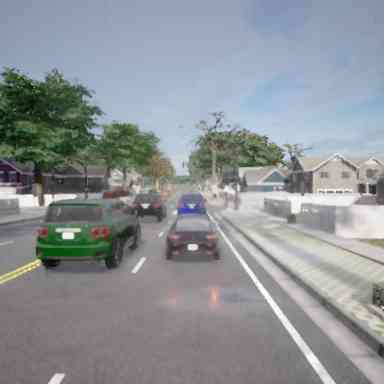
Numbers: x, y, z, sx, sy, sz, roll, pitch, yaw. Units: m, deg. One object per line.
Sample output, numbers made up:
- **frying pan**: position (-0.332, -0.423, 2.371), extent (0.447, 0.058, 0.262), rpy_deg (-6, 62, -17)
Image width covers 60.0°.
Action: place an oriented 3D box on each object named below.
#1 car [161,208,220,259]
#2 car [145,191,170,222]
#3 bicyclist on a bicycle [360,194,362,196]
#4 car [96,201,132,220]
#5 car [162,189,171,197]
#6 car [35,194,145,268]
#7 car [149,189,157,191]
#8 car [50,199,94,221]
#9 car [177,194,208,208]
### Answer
- **car**: position (0.046, 1.526, 12.493), extent (1.812, 1.442, 4.674), rpy_deg (0, 0, 1)
- **car**: position (-3.224, 1.150, 25.927), extent (2.150, 2.045, 5.566), rpy_deg (0, 0, 1)
- **bicyclist on a bicycle**: position (18.454, 1.021, 36.230), extent (0.582, 1.620, 1.656), rpy_deg (0, 0, -2)
- **car**: position (-6.533, 1.516, 28.236), extent (1.895, 1.301, 4.718), rpy_deg (0, 0, 1)
- **car**: position (-6.493, 0.316, 82.828), extent (2.150, 2.045, 5.566), rpy_deg (0, 1, 0)
- **car**: position (-3.216, 1.224, 11.388), extent (2.150, 2.045, 5.566), rpy_deg (0, 0, 0)
- **car**: position (-9.743, 0.316, 82.828), extent (2.150, 2.045, 5.566), rpy_deg (0, 1, 0)
- **car**: position (-9.791, 1.425, 27.628), extent (1.837, 1.490, 4.892), rpy_deg (0, 0, 1)
- **car**: position (0.024, 1.150, 25.809), extent (2.150, 2.045, 5.566), rpy_deg (0, 0, 1)
